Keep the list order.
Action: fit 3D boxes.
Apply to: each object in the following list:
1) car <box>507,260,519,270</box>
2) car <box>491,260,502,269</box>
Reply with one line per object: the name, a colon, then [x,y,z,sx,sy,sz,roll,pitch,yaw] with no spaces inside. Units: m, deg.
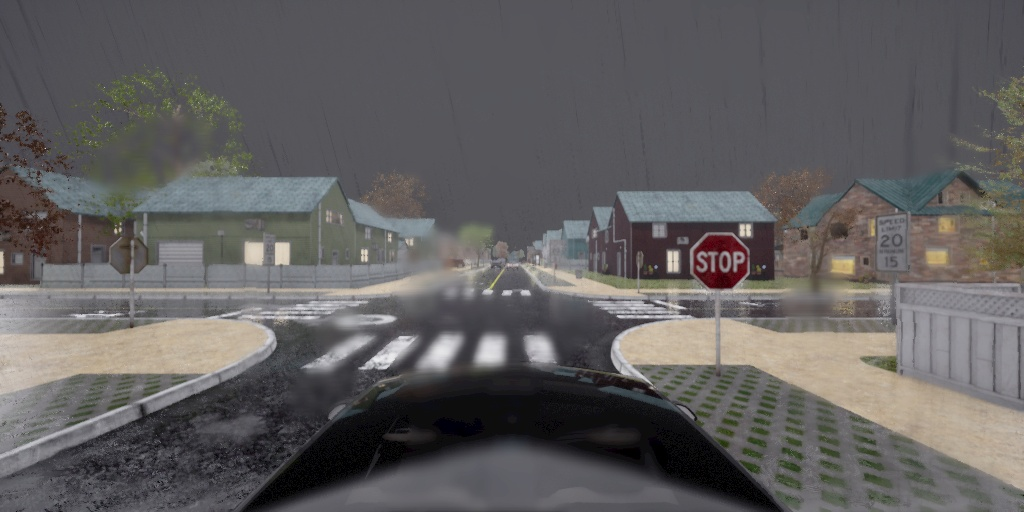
car: [0.098,1.476,57.233,1.895,1.301,4.718,0,0,0]
car: [-2.643,1.449,61.794,2.033,1.411,5.357,0,0,0]
